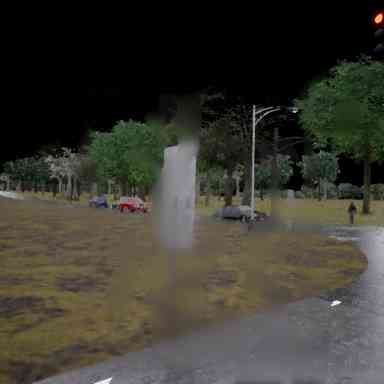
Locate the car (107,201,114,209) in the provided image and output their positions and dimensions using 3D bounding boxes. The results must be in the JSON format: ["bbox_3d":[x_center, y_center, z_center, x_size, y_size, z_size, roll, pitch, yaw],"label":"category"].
[{"bbox_3d":[-12.294,2.189,56.734,1.837,1.490,4.892,3,-2,-36],"label":"car"}]

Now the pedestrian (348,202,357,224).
[{"bbox_3d":[13.341,1.718,27.808,0.375,1.860,0.375,2,-1,-36],"label":"pedestrian"}]

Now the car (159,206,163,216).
[{"bbox_3d":[-1.863,1.928,35.889,1.994,1.385,4.181,3,-2,-37],"label":"car"}]

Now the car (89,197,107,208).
[{"bbox_3d":[-18.383,1.964,65.213,2.150,2.045,5.566,3,-2,-36],"label":"car"}]

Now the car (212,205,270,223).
[{"bbox_3d":[3.950,1.793,27.834,2.033,1.411,5.357,3,-2,-36],"label":"car"}]

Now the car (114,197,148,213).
[{"bbox_3d":[-7.952,1.680,44.416,2.150,2.045,5.566,3,-2,-35],"label":"car"}]
